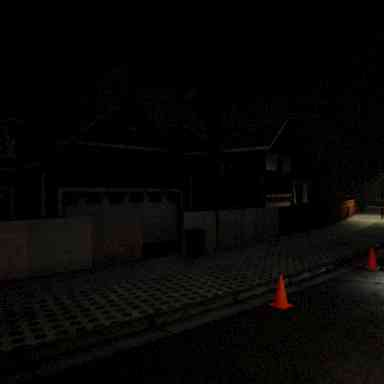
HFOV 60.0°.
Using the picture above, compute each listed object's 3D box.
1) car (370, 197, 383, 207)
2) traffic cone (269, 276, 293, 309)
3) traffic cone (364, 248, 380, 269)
[{"bbox_3d":[29.112,1.495,51.772,1.812,1.442,4.674,0,0,15],"label":"car"},{"bbox_3d":[1.761,1.955,6.585,0.340,0.580,0.340,0,0,-41],"label":"traffic cone"},{"bbox_3d":[5.335,1.953,9.858,0.340,0.580,0.340,0,0,-44],"label":"traffic cone"}]
